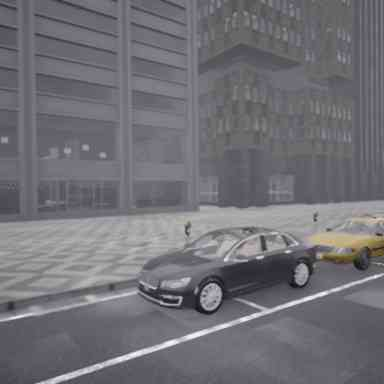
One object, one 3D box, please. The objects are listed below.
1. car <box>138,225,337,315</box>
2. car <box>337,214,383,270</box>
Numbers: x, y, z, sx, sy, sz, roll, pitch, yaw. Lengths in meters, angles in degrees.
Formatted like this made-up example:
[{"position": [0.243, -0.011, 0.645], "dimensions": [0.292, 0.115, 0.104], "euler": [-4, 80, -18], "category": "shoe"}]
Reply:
[{"position": [0.954, 1.490, 7.332], "dimensions": [4.403, 1.369, 2.008], "euler": [-1, 0, -35], "category": "car"}, {"position": [5.408, 1.397, 10.507], "dimensions": [4.829, 1.417, 1.752], "euler": [-1, 0, -35], "category": "car"}]
